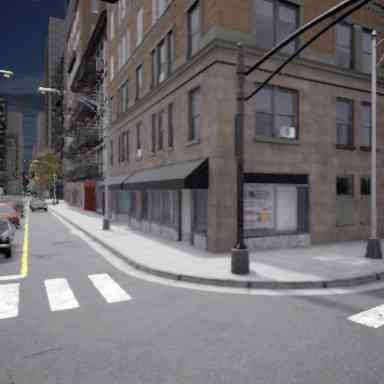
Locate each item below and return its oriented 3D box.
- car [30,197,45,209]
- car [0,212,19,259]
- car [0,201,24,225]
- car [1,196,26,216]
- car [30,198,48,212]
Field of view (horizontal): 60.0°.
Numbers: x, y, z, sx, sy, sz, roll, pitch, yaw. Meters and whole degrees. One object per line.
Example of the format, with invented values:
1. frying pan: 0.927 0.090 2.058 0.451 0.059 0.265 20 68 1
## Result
1. car: -23.996 1.638 51.703 2.097 1.767 4.553 0 0 -25
2. car: -7.786 1.657 12.583 1.895 1.301 4.718 0 0 -26
3. car: -12.408 1.583 21.987 1.882 1.535 5.008 0 0 -26
4. car: -17.076 1.381 31.520 2.150 2.045 5.566 0 0 -26
5. car: -19.374 1.771 42.296 2.033 1.411 5.357 0 0 -26
